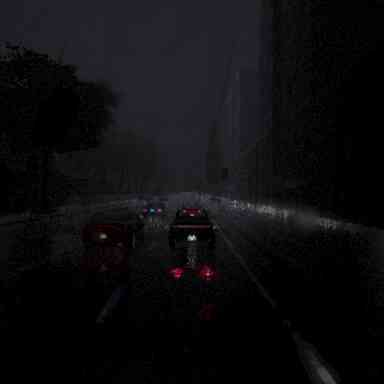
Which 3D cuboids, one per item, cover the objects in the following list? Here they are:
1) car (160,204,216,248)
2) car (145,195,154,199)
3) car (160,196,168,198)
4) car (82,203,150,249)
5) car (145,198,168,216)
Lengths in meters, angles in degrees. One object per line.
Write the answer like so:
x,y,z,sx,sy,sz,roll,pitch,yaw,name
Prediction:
0.000,1.493,14.650,2.128,1.511,4.902,0,0,0,car
-9.750,1.442,76.741,1.882,1.535,5.008,0,0,0,car
-6.500,1.516,76.741,1.994,1.385,4.181,0,0,0,car
-3.250,1.483,14.650,1.882,1.535,5.008,0,0,0,car
-3.250,1.562,29.650,2.033,1.411,5.357,0,0,0,car
